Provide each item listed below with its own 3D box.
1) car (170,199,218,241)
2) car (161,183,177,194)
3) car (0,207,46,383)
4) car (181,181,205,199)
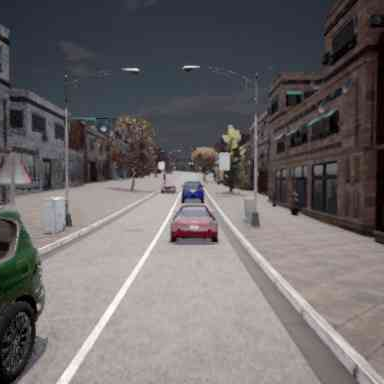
[{"bbox_3d":[0.094,1.254,14.904,1.994,1.385,4.181,0,2,0],"label":"car"},{"bbox_3d":[-3.105,-0.458,45.085,1.994,1.385,4.181,0,3,0],"label":"car"},{"bbox_3d":[-3.098,1.203,2.391,2.150,2.045,5.566,0,0,0],"label":"car"},{"bbox_3d":[0.082,-0.093,33.216,2.150,2.045,5.566,0,3,0],"label":"car"}]
